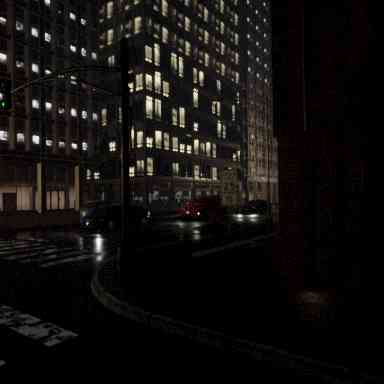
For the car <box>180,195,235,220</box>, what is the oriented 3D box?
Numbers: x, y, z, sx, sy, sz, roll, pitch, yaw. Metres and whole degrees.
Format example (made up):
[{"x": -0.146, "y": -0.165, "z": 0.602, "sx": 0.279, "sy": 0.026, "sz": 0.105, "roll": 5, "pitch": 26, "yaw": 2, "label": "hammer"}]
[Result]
[{"x": 1.256, "y": 1.307, "z": 29.115, "sx": 2.150, "sy": 2.045, "sz": 5.566, "roll": -1, "pitch": -1, "yaw": 36, "label": "car"}]

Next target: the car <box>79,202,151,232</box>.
[{"x": -4.633, "y": 1.571, "z": 20.926, "sx": 1.837, "sy": 1.490, "sz": 4.892, "roll": -1, "pitch": -1, "yaw": 33, "label": "car"}]

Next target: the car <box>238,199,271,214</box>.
[{"x": 7.261, "y": 1.584, "z": 37.477, "sx": 1.882, "sy": 1.535, "sz": 5.008, "roll": -1, "pitch": -1, "yaw": 36, "label": "car"}]

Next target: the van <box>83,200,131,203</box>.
[{"x": -5.979, "y": 1.460, "z": 23.458, "sx": 1.690, "sy": 1.788, "sz": 3.998, "roll": -2, "pitch": -1, "yaw": 36, "label": "van"}]
